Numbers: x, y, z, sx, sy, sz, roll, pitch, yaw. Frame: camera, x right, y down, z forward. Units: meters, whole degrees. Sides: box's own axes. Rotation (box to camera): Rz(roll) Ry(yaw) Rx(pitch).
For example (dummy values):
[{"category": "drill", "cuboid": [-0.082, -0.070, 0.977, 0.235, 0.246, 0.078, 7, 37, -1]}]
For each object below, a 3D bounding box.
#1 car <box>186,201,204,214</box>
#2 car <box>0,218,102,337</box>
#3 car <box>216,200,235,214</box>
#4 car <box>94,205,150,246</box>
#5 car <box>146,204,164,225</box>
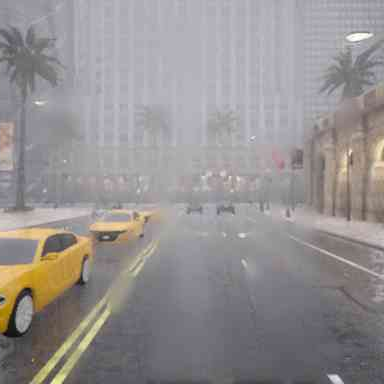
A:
[{"category": "car", "cuboid": [0.376, 1.877, 41.116, 2.128, 1.511, 4.902, 0, -1, 1]}, {"category": "car", "cuboid": [-3.587, 1.544, 6.950, 1.882, 1.535, 5.008, 0, -1, 0]}, {"category": "car", "cuboid": [4.114, 1.737, 40.982, 2.097, 1.767, 4.553, 0, -1, 4]}, {"category": "car", "cuboid": [-3.510, 1.631, 16.259, 1.882, 1.535, 5.008, 0, -1, 1]}, {"category": "car", "cuboid": [-3.355, 1.726, 26.483, 1.882, 1.535, 5.008, 0, -1, 1]}]
